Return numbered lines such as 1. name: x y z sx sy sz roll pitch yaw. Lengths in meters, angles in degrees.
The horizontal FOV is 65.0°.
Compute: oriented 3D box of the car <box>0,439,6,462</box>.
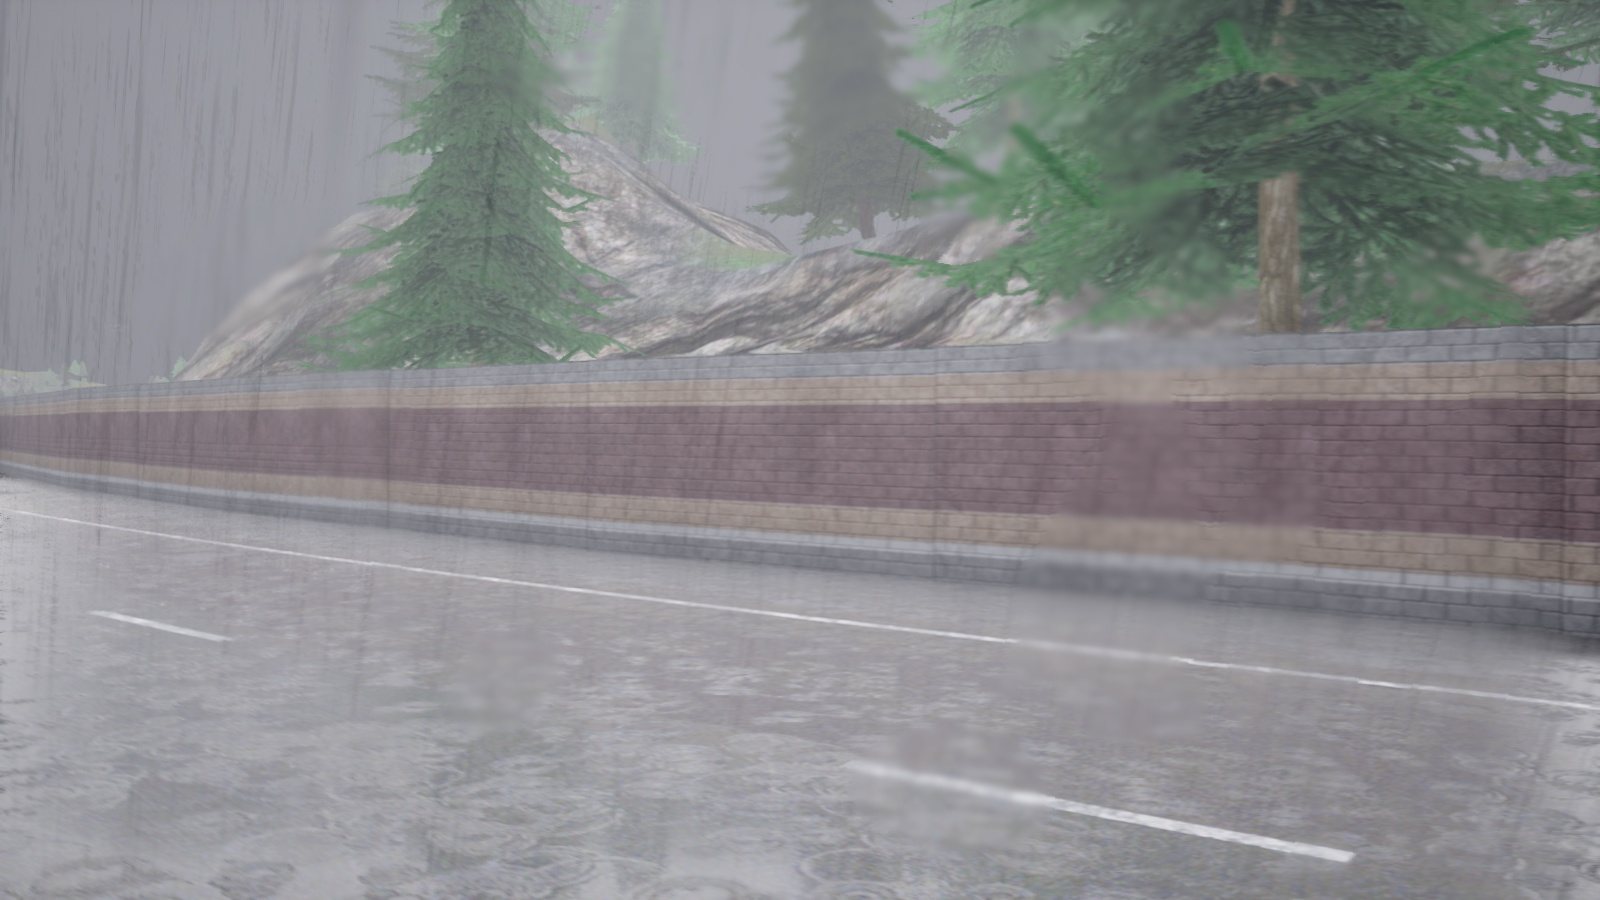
1. car: -53.390 0.080 81.065 2.128 1.511 4.902 -1 1 -14
